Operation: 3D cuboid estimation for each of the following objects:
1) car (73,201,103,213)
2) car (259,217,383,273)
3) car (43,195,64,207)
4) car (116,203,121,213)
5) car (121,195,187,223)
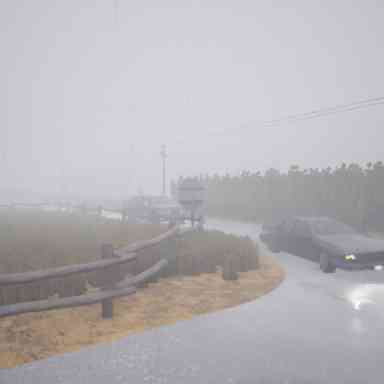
[{"bbox_3d":[-10.862,1.598,34.756,1.895,1.301,4.718,0,0,-35],"label":"car"},{"bbox_3d":[4.114,1.545,11.034,2.033,1.411,5.357,0,0,-14],"label":"car"},{"bbox_3d":[-19.744,1.158,47.413,2.097,1.767,4.553,0,0,-35],"label":"car"},{"bbox_3d":[-6.215,1.488,34.069,2.128,1.511,4.902,0,0,-35],"label":"car"},{"bbox_3d":[-2.573,1.219,23.075,2.150,2.045,5.566,0,0,-36],"label":"car"}]
